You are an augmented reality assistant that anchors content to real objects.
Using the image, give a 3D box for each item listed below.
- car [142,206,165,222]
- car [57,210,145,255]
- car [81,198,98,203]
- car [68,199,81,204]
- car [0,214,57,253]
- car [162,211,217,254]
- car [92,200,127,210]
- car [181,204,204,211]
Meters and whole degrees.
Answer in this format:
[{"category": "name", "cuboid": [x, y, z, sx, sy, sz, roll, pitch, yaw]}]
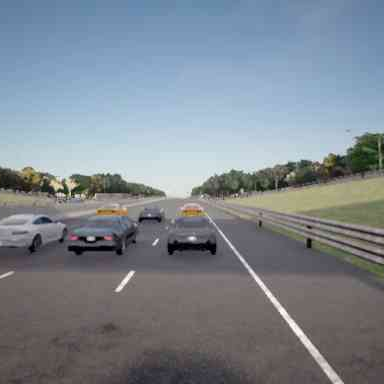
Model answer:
[{"category": "car", "cuboid": [-3.489, 1.880, 29.321, 1.994, 1.385, 4.181, 0, -1, 0]}, {"category": "car", "cuboid": [-3.496, 1.690, 14.009, 2.033, 1.411, 5.357, 0, -1, 0]}, {"category": "car", "cuboid": [-21.657, 2.163, 71.928, 2.097, 1.767, 4.553, 0, -1, -1]}, {"category": "car", "cuboid": [-25.156, 2.283, 71.812, 1.882, 1.535, 5.008, 0, -1, -1]}, {"category": "car", "cuboid": [-6.992, 1.673, 14.398, 1.812, 1.442, 4.674, 0, 0, 0]}, {"category": "car", "cuboid": [0.007, 1.710, 14.274, 1.994, 1.385, 4.181, 0, -1, 0]}, {"category": "car", "cuboid": [-6.988, 1.795, 29.486, 1.882, 1.535, 5.008, 0, 0, 0]}, {"category": "car", "cuboid": [0.013, 1.795, 29.491, 1.882, 1.535, 5.008, 0, 0, 0]}]
